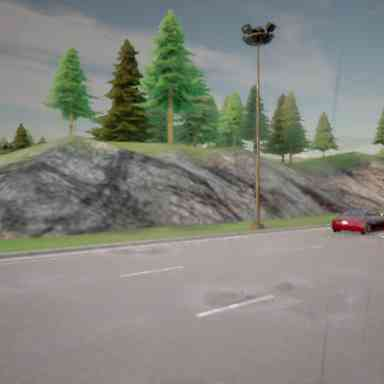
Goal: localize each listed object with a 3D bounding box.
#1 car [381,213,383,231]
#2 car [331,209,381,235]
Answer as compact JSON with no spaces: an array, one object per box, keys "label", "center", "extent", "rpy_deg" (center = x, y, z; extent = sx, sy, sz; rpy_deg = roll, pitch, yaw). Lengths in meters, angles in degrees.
[{"label":"car","center":[11.754,1.596,16.429],"extent":[4.902,1.511,2.128],"rpy_deg":[0,0,-35]},{"label":"car","center":[10.071,1.670,19.528],"extent":[4.181,1.385,1.994],"rpy_deg":[0,0,-35]}]
